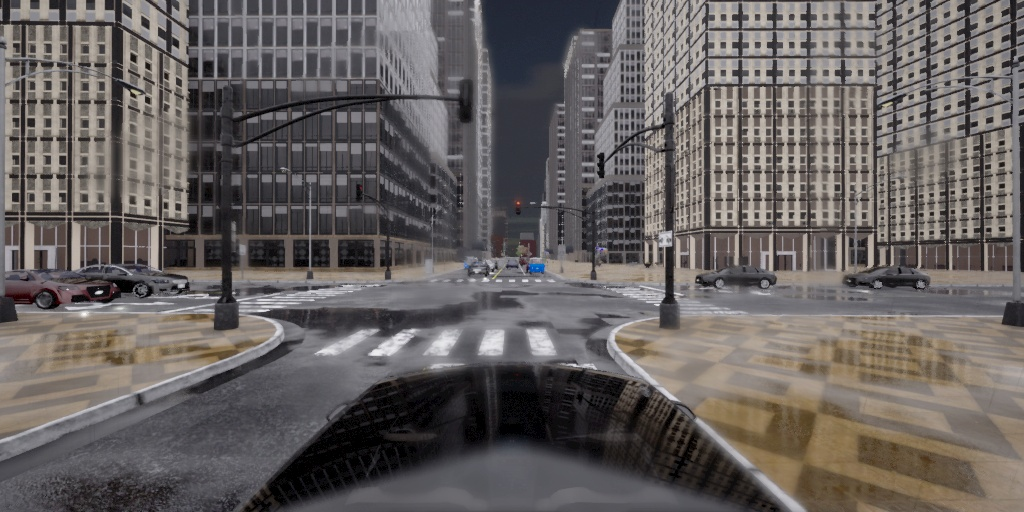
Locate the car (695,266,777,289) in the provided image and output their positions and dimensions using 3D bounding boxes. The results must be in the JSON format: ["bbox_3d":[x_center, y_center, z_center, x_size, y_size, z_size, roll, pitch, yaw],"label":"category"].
[{"bbox_3d":[14.869,1.396,23.953,4.892,1.490,1.837,0,0,1],"label":"car"}]

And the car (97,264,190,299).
[{"bbox_3d":[-17.809,1.109,16.606,4.902,1.511,2.128,0,0,-1],"label":"car"}]

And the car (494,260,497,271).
[{"bbox_3d":[-3.191,1.275,45.797,1.812,1.442,4.674,0,0,0],"label":"car"}]

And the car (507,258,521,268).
[{"bbox_3d":[0.073,1.311,61.572,1.994,1.385,4.181,0,0,0],"label":"car"}]

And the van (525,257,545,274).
[{"bbox_3d":[2.687,1.090,39.789,1.690,1.789,3.998,0,0,0],"label":"van"}]

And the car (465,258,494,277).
[{"bbox_3d":[-3.231,1.241,35.622,2.128,1.511,4.902,0,0,0],"label":"car"}]

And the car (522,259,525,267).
[{"bbox_3d":[2.618,1.295,45.327,1.888,1.381,4.507,0,0,0],"label":"car"}]

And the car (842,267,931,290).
[{"bbox_3d":[25.178,1.463,24.206,4.892,1.490,1.837,1,0,-1],"label":"car"}]

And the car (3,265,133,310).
[{"bbox_3d":[-17.424,1.169,13.362,4.181,1.385,1.994,0,0,-1],"label":"car"}]
